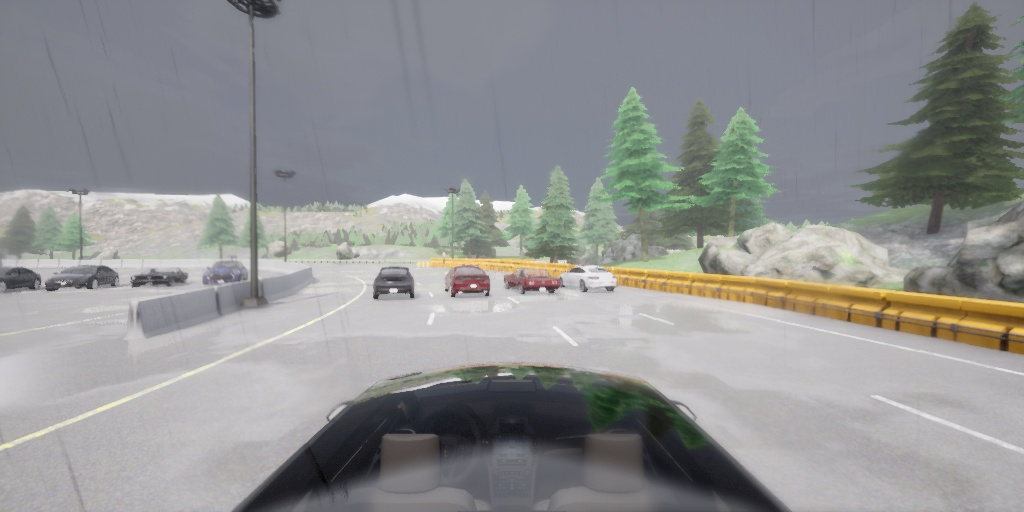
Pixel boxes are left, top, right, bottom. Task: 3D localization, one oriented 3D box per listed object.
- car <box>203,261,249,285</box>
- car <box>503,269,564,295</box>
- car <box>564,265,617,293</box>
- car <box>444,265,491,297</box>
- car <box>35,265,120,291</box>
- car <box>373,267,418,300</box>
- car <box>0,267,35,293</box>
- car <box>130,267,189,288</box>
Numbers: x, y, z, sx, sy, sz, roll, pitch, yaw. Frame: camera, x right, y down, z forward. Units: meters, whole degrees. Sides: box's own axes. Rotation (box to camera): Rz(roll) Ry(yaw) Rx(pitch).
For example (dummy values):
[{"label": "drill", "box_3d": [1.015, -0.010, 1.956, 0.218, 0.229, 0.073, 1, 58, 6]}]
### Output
[{"label": "car", "box_3d": [-20.554, 1.160, 25.917, 2.097, 1.767, 4.553, 0, 0, -30]}, {"label": "car", "box_3d": [0.908, 1.350, 19.846, 1.895, 1.301, 4.718, 0, 0, -16]}, {"label": "car", "box_3d": [4.279, 1.254, 20.784, 1.812, 1.442, 4.674, 0, 0, -16]}, {"label": "car", "box_3d": [-2.447, 1.225, 18.851, 1.882, 1.535, 5.008, 0, 0, -16]}, {"label": "car", "box_3d": [-26.611, 1.344, 22.387, 1.837, 1.490, 4.892, -1, 0, -30]}, {"label": "car", "box_3d": [-5.809, 1.257, 17.884, 1.837, 1.490, 4.892, 0, 0, -16]}, {"label": "car", "box_3d": [-29.638, 1.388, 20.636, 1.837, 1.490, 4.892, -1, 0, -30]}, {"label": "car", "box_3d": [-23.556, 1.414, 24.115, 1.895, 1.301, 4.718, 0, 0, -30]}]
